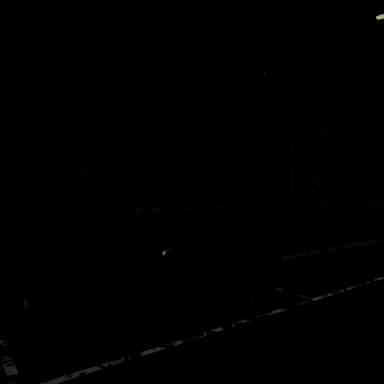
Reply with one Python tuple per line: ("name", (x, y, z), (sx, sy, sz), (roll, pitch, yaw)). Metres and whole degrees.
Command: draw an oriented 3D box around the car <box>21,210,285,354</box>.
("car", (-0.378, 1.315, 6.301), (5.009, 1.841, 2.192), (0, 0, -36))
